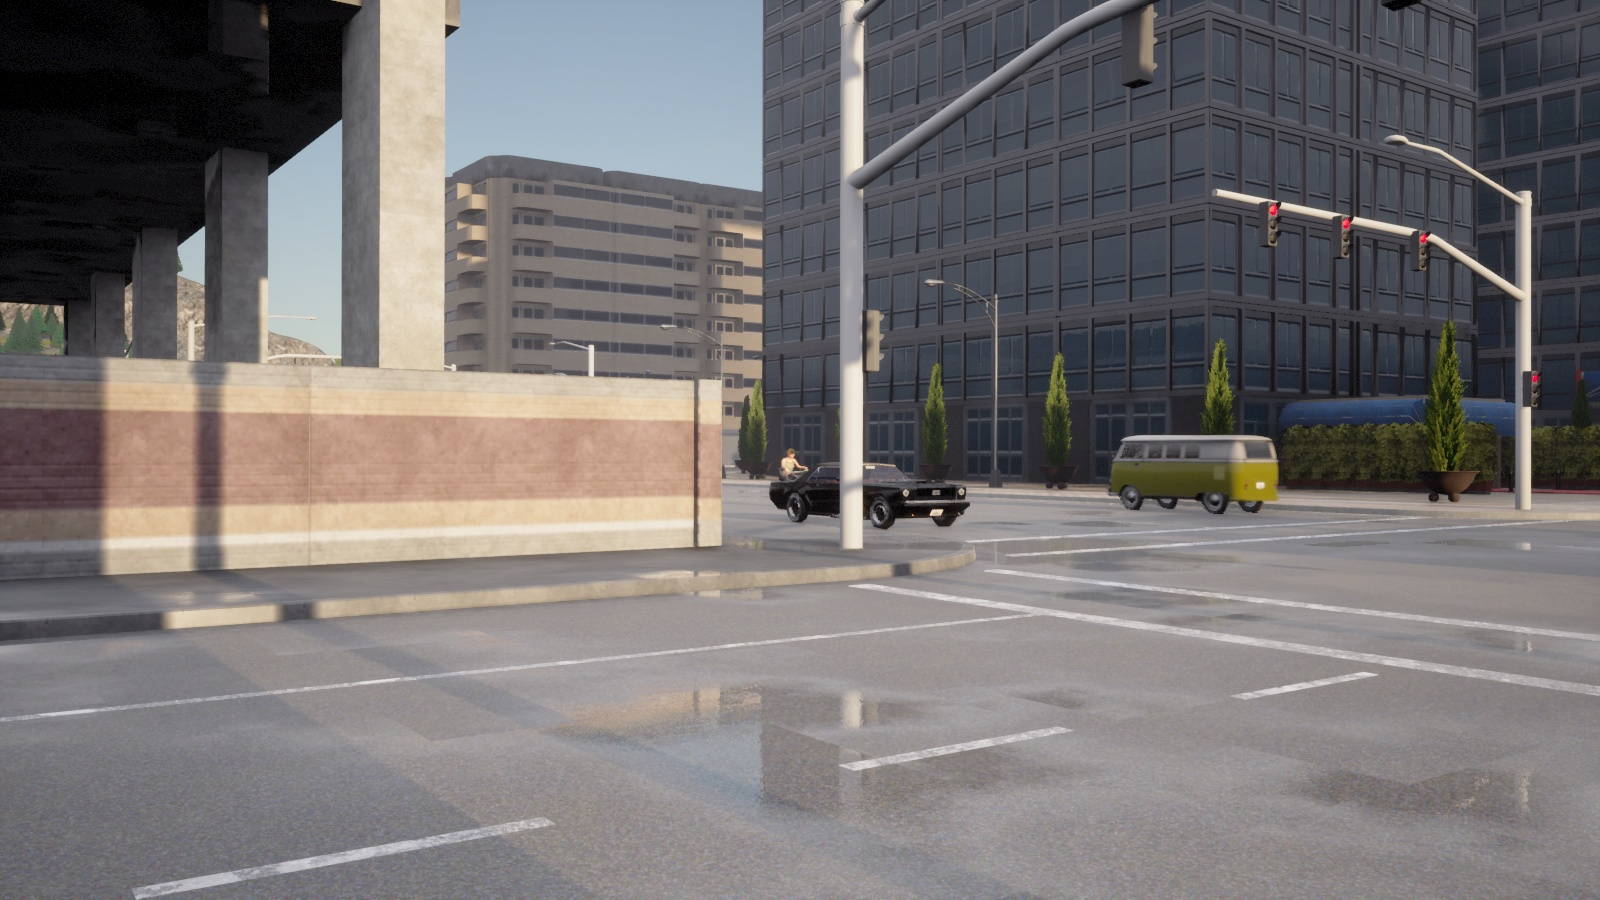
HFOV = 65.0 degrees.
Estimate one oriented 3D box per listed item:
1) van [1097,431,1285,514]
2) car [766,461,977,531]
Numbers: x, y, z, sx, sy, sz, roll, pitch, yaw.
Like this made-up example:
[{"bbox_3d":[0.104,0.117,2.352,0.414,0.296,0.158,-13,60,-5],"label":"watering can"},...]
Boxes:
[{"bbox_3d":[9.989,0.556,32.393,1.775,1.987,4.442,0,0,-36],"label":"van"},{"bbox_3d":[1.379,0.907,26.381,1.895,1.301,4.718,0,0,-35],"label":"car"}]
